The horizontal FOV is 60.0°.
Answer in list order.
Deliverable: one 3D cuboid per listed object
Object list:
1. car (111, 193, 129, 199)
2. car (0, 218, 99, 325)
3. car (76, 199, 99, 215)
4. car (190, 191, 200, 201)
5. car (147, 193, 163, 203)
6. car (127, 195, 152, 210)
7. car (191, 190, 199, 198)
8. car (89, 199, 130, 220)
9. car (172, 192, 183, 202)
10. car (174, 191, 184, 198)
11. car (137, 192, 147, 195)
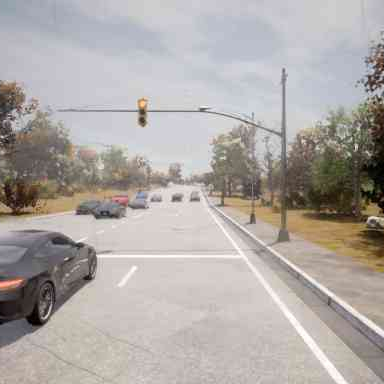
[{"bbox_3d":[-10.238,1.212,47.802,2.150,2.045,5.566,0,1,-2],"label":"car"},{"bbox_3d":[-3.403,1.526,6.968,1.812,1.442,4.674,0,0,-1],"label":"car"},{"bbox_3d":[-10.343,1.504,34.129,1.837,1.490,4.892,0,0,1],"label":"car"},{"bbox_3d":[0.628,1.079,64.588,1.895,1.301,4.718,0,3,1],"label":"car"},{"bbox_3d":[-6.558,1.122,61.723,2.128,1.511,4.902,0,3,1],"label":"car"},{"bbox_3d":[-6.763,1.525,42.976,1.812,1.442,4.674,0,0,1],"label":"car"},{"bbox_3d":[0.623,0.493,74.461,1.812,1.442,4.674,0,3,1],"label":"car"},{"bbox_3d":[-6.893,1.564,28.359,1.994,1.385,4.181,0,0,1],"label":"car"},{"bbox_3d":[-2.877,1.010,64.109,1.837,1.490,4.892,0,3,1],"label":"car"},{"bbox_3d":[-2.884,0.587,74.043,1.895,1.301,4.718,0,3,1],"label":"car"},{"bbox_3d":[-9.956,0.812,67.469,1.882,1.535,5.008,0,3,1],"label":"car"}]
